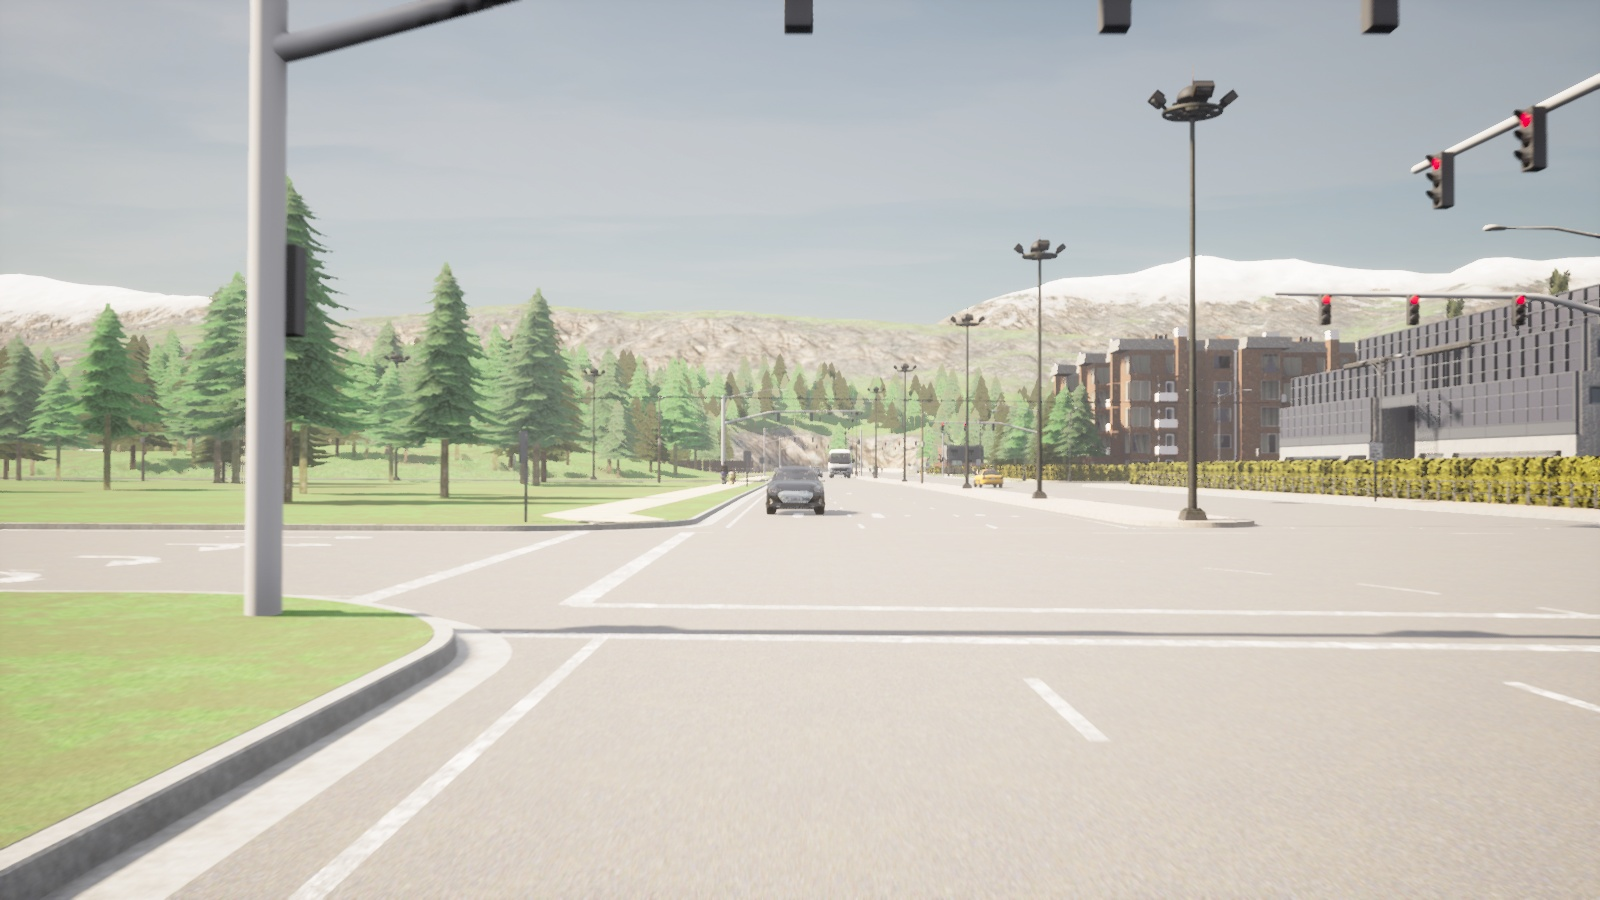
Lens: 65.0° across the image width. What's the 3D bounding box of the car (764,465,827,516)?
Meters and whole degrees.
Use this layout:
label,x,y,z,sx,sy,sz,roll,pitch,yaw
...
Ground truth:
label,x,y,z,sx,sy,sz,roll,pitch,yaw
car,-0.144,1.346,43.001,2.033,1.649,4.856,0,-1,0
